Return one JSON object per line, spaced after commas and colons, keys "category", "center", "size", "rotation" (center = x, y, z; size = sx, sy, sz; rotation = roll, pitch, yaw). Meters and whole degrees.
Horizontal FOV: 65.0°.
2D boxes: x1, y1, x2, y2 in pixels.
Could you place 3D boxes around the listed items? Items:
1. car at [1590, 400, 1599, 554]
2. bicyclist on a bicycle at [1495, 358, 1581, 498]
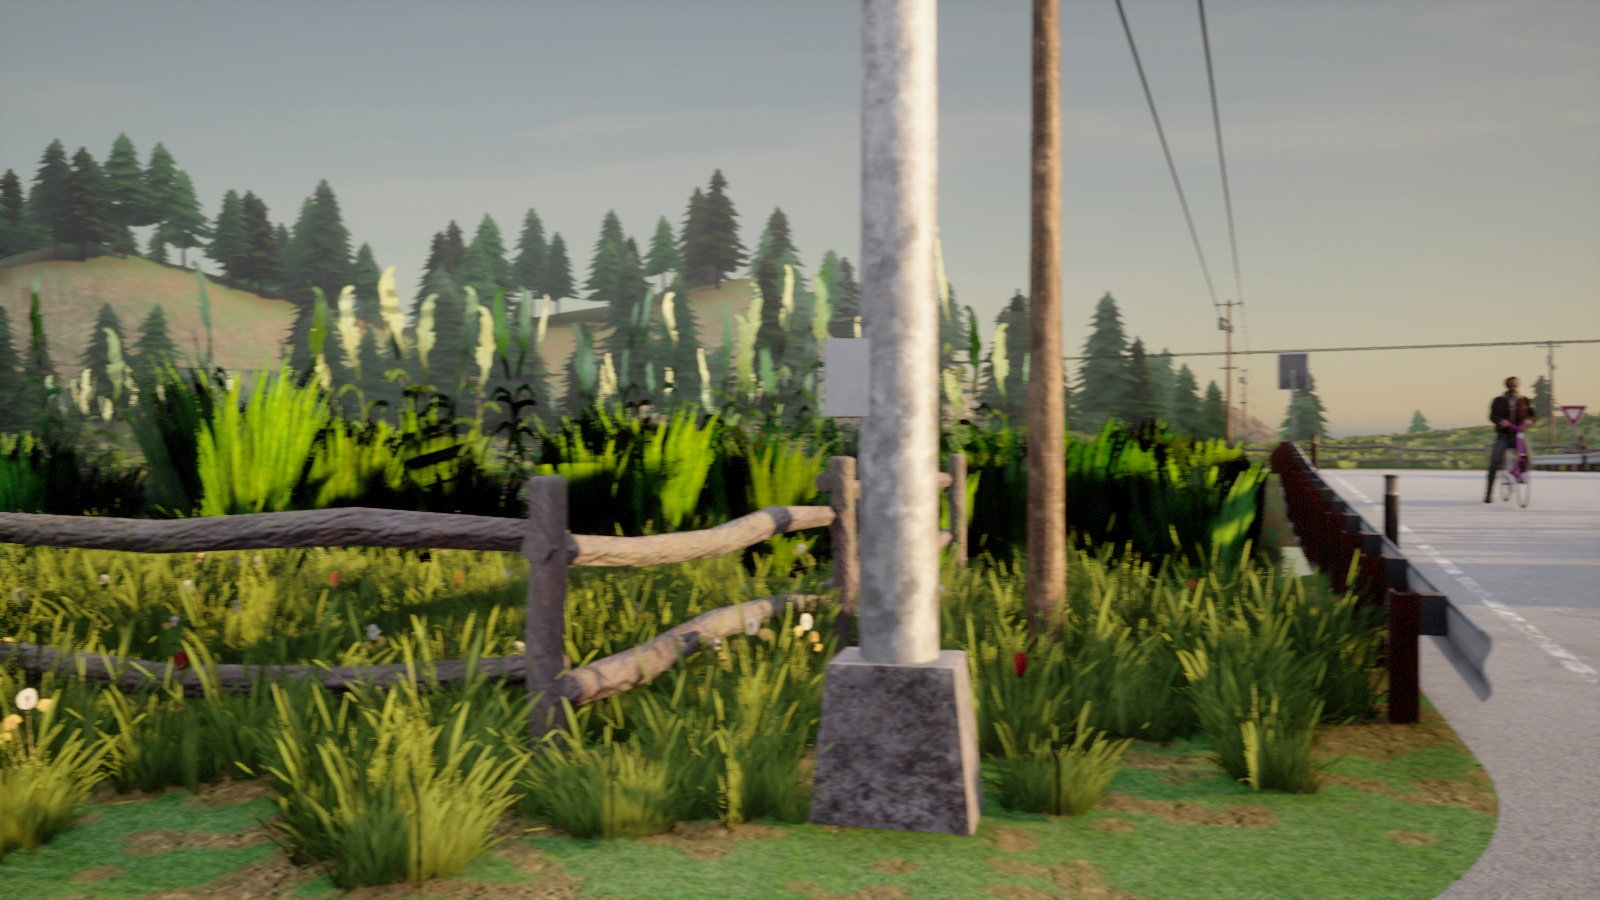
{"category": "car", "center": [7.639, 0.283, 10.307], "size": [1.481, 1.376, 2.207], "rotation": [-1, 3, 19]}
{"category": "bicyclist on a bicycle", "center": [9.898, -0.315, 16.896], "size": [0.659, 1.776, 1.843], "rotation": [-1, 2, 20]}
